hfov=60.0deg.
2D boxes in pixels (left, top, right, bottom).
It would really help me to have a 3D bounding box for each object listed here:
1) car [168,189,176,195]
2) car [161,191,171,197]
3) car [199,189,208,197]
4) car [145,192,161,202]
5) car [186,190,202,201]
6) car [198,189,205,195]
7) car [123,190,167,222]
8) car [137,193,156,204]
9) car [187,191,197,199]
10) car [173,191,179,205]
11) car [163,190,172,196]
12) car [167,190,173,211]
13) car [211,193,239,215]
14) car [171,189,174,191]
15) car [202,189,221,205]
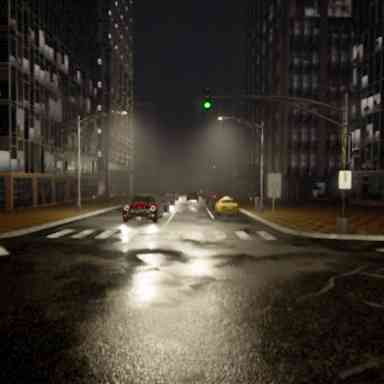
[{"bbox_3d":[-5.644,-0.055,93.877,1.752,1.417,4.829,0,1,0],"label":"car"},{"bbox_3d":[-5.635,0.365,71.355,1.802,1.307,4.206,0,1,0],"label":"car"},{"bbox_3d":[2.713,0.222,76.964,1.967,1.590,4.097,-1,1,0],"label":"car"},{"bbox_3d":[-5.644,0.702,48.663,1.947,1.339,4.313,0,1,0],"label":"car"},{"bbox_3d":[0.123,0.707,52.103,1.994,1.385,4.181,1,1,0],"label":"car"},{"bbox_3d":[2.720,-0.054,93.985,1.967,1.590,4.097,0,1,0],"label":"car"},{"bbox_3d":[-3.095,0.925,21.724,2.097,1.767,4.553,1,1,1],"label":"car"},{"bbox_3d":[-5.816,0.788,42.989,1.947,1.339,4.313,0,1,0],"label":"car"},{"bbox_3d":[0.036,0.563,63.709,1.895,1.301,4.718,1,1,0],"label":"car"},{"bbox_3d":[-3.043,0.882,41.033,1.895,1.301,4.718,1,1,0],"label":"car"},{"bbox_3d":[-5.633,0.259,77.028,1.947,1.339,4.313,0,1,0],"label":"car"},{"bbox_3d":[-3.071,0.911,31.022,1.882,1.535,5.008,1,1,0],"label":"car"},{"bbox_3d":[2.825,1.076,27.358,1.752,1.417,4.829,-1,1,0],"label":"car"},{"bbox_3d":[-2.994,0.597,51.506,1.882,1.535,5.008,1,1,0],"label":"car"},{"bbox_3d":[2.739,0.636,42.434,2.192,1.841,5.009,-1,1,0],"label":"car"}]
